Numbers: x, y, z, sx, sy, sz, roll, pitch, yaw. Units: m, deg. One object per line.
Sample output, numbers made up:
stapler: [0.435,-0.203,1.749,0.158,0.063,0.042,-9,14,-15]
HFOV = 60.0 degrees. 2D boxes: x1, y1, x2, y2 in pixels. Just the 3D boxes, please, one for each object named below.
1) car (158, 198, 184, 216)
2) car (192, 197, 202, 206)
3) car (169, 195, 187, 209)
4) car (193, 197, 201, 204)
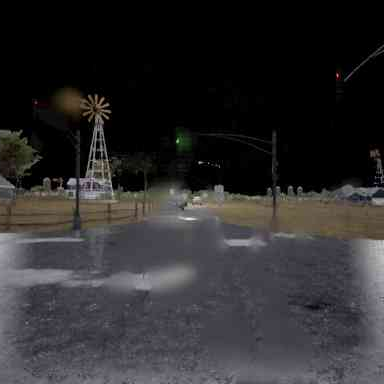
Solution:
car: [-2.256,1.667,33.894,2.033,1.411,5.357,0,0,1]
car: [0.963,1.849,62.514,2.033,1.411,5.357,0,0,1]
car: [-2.115,1.401,44.546,2.150,2.045,5.566,0,0,0]
car: [1.104,1.763,72.989,1.812,1.442,4.674,0,-1,1]
